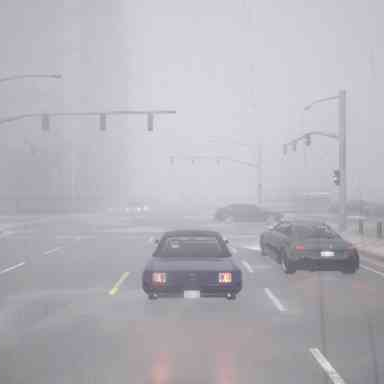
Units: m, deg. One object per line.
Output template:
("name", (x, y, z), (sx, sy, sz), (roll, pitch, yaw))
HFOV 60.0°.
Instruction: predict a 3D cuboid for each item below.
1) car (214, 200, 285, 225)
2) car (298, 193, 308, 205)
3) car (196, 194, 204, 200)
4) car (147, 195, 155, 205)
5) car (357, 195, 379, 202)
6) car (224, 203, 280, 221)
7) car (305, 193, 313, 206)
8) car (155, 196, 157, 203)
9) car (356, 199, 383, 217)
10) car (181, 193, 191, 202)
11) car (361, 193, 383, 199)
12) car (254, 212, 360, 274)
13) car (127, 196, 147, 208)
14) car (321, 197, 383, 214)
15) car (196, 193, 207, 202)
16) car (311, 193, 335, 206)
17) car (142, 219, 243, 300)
("car", (4.001, 1.533, 23.702), (4.892, 1.490, 1.837), (0, 0, -1))
("car", (24.097, 1.209, 65.628), (4.605, 1.855, 1.932), (0, 0, 0))
("car", (2.014, 1.386, 86.806), (1.812, 1.442, 4.674), (0, 0, -1))
("car", (-8.150, 1.491, 57.038), (2.128, 1.511, 4.902), (0, 0, -1))
("car", (39.163, 1.419, 74.182), (3.905, 1.438, 1.784), (0, 0, 0))
("car", (4.810, 1.593, 27.210), (4.181, 1.385, 1.994), (0, 0, -1))
("car", (24.167, 1.419, 62.945), (3.905, 1.438, 1.784), (0, 0, 0))
("car", (-8.225, 1.352, 66.802), (2.097, 1.767, 4.553), (0, 0, 0))
("car", (18.098, 1.619, 31.053), (4.181, 1.385, 1.994), (0, 0, -1))
("car", (-1.339, 1.215, 76.366), (2.150, 2.045, 5.566), (0, 0, -1))
("car", (39.119, 1.208, 71.285), (4.605, 1.855, 1.932), (0, 0, 0))
("car", (3.470, 1.564, 10.579), (1.994, 1.385, 4.181), (0, 0, -1))
("car", (-8.025, 1.505, 47.685), (1.837, 1.490, 4.892), (0, 0, -1))
("car", (16.544, 1.547, 34.537), (4.902, 1.511, 2.128), (0, 0, -1))
("car", (2.161, 1.215, 76.415), (2.150, 2.045, 5.566), (0, 0, -1))
("car", (24.187, 1.451, 60.050), (3.806, 1.475, 1.970), (0, 0, 0))
("car", (-0.004, 1.601, 8.350), (1.895, 1.301, 4.718), (0, 0, 0))
